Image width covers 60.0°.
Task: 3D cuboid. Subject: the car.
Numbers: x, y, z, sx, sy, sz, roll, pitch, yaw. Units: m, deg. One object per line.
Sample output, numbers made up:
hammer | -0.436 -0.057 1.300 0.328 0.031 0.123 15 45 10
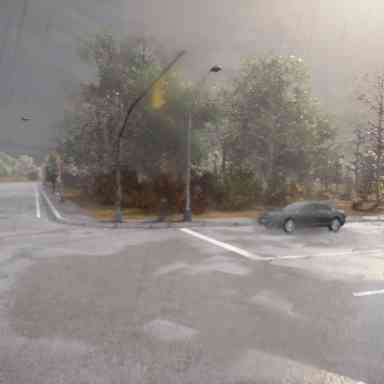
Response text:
car | 5.801 1.252 17.488 4.892 1.490 1.837 1 1 -22
